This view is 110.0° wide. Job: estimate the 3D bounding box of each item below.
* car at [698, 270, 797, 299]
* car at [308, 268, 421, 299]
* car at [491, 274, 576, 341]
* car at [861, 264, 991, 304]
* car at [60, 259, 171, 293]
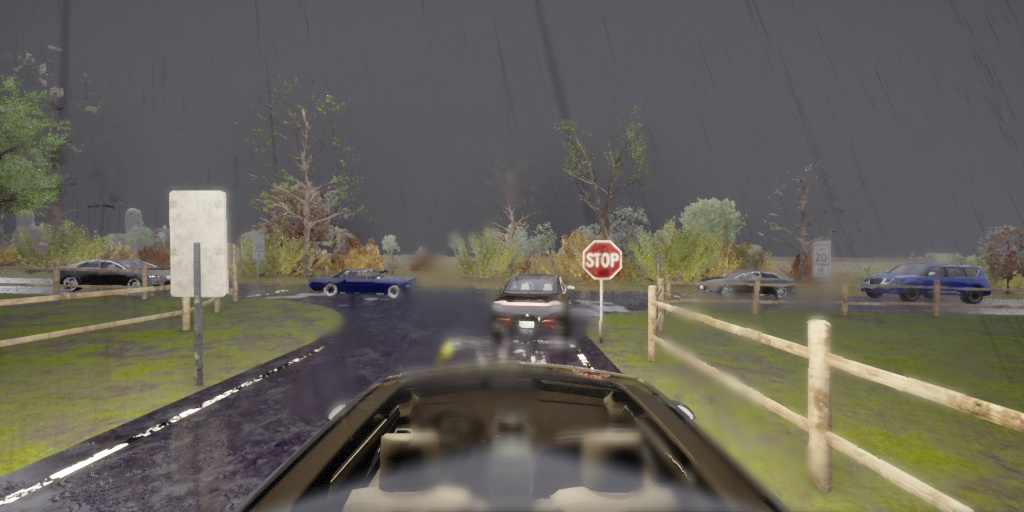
[{"bbox_3d":[13.007,1.525,19.950,4.902,1.511,2.128,1,1,0],"label":"car"},{"bbox_3d":[-6.819,1.248,17.026,4.718,1.301,1.895,1,1,0],"label":"car"},{"bbox_3d":[0.708,1.240,9.993,2.128,1.511,4.902,0,0,9],"label":"car"},{"bbox_3d":[22.903,1.466,19.937,5.566,2.045,2.150,1,1,0],"label":"car"},{"bbox_3d":[-18.487,0.885,17.044,4.902,1.511,2.128,1,1,0],"label":"car"}]
